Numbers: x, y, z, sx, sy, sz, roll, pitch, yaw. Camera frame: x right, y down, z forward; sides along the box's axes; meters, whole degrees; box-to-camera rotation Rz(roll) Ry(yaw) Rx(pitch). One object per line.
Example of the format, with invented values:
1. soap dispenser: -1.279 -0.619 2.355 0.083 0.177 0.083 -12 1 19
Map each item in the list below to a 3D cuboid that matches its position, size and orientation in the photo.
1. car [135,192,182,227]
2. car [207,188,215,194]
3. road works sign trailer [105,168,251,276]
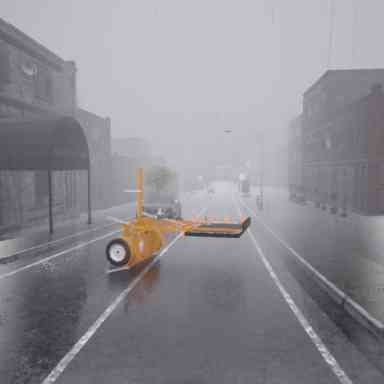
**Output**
1. car: -1.951 1.035 21.096 2.150 2.045 5.566 0 1 6
2. car: 4.828 -0.322 84.938 2.033 1.411 5.357 0 2 6
3. road works sign trailer: -0.255 0.765 9.268 3.560 2.880 2.380 0 0 15
